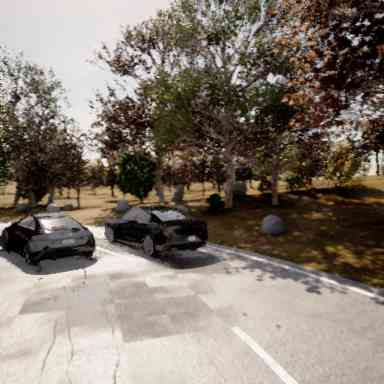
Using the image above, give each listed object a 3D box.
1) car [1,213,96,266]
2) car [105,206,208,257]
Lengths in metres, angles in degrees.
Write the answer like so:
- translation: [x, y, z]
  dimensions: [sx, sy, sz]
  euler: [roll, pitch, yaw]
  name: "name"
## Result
- translation: [-4.914, 1.389, 11.169]
  dimensions: [1.994, 1.385, 4.181]
  euler: [-1, 1, -41]
  name: "car"
- translation: [-1.500, 1.255, 12.194]
  dimensions: [1.882, 1.535, 5.008]
  euler: [-1, 1, -37]
  name: "car"
